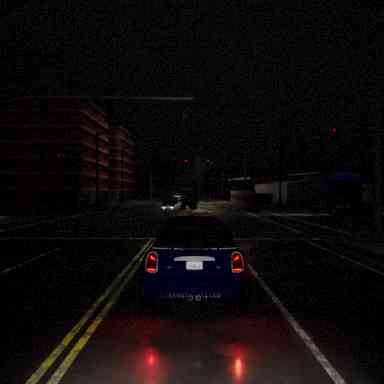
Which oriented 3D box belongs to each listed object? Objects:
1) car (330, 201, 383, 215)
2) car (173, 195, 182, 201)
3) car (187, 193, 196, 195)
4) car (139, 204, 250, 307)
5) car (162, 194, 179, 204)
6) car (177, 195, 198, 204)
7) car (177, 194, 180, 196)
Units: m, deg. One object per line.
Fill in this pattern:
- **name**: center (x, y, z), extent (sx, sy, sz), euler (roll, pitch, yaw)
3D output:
- **car**: center (16.379, 1.601, 33.255), extent (4.718, 1.301, 1.895), euler (0, 0, 0)
- **car**: center (-3.726, 1.540, 84.725), extent (2.033, 1.411, 5.357), euler (0, 0, 0)
- **car**: center (-0.080, 1.221, 67.748), extent (2.150, 2.045, 5.566), euler (0, 0, 0)
- **car**: center (0.053, 1.352, 8.162), extent (2.097, 1.767, 4.553), euler (0, 0, 0)
- **car**: center (-3.726, 1.547, 53.702), extent (2.033, 1.411, 5.357), euler (0, 0, 0)
- **car**: center (-0.353, 1.487, 41.884), extent (1.837, 1.490, 4.892), euler (1, 0, 5)
- **car**: center (-3.719, 1.547, 63.783), extent (2.033, 1.411, 5.357), euler (0, 0, 0)
